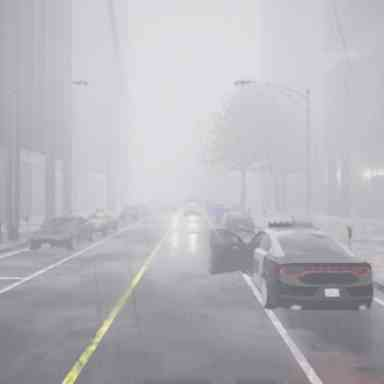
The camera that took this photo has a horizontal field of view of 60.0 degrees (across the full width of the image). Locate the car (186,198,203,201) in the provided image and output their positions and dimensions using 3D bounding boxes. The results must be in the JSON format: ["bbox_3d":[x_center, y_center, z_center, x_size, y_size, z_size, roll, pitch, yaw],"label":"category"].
[{"bbox_3d":[0.019,1.835,47.145,2.150,2.045,5.566,0,-1,0],"label":"car"}]

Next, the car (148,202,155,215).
[{"bbox_3d":[-5.748,2.058,37.751,1.947,1.339,4.313,0,-1,0],"label":"car"}]

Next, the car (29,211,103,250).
[{"bbox_3d":[-5.756,1.765,15.278,1.947,1.339,4.313,0,-1,0],"label":"car"}]

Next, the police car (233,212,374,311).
[{"bbox_3d":[2.371,1.530,8.213,1.930,1.638,5.238,0,-1,0],"label":"police car"}]

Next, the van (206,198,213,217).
[{"bbox_3d":[2.776,1.830,37.758,1.690,1.788,3.998,0,-1,0],"label":"van"}]

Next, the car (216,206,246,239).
[{"bbox_3d":[2.771,1.813,20.902,1.887,1.381,4.507,0,-1,0],"label":"car"}]

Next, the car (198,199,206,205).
[{"bbox_3d":[2.797,2.797,93.934,2.008,1.369,4.403,0,-1,0],"label":"car"}]

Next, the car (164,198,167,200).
[{"bbox_3d":[-5.742,2.155,54.608,1.967,1.590,4.097,0,-1,0],"label":"car"}]

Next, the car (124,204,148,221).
[{"bbox_3d":[-5.750,1.984,32.133,1.947,1.339,4.313,0,-1,0],"label":"car"}]

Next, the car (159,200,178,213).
[{"bbox_3d":[-2.982,2.162,46.598,2.033,1.411,5.357,0,-1,0],"label":"car"}]

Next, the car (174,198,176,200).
[{"bbox_3d":[-5.732,2.640,82.698,1.887,1.381,4.507,0,-1,0],"label":"car"}]

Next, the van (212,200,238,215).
[{"bbox_3d":[2.772,1.683,26.523,1.690,1.788,3.998,0,-1,0],"label":"van"}]

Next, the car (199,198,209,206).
[{"bbox_3d":[2.790,2.330,77.084,2.192,1.841,5.009,0,-1,0],"label":"car"}]

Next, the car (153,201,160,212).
[{"bbox_3d":[-5.744,2.163,48.819,1.752,1.417,4.829,0,-1,0],"label":"car"}]

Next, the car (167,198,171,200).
[{"bbox_3d":[-5.738,2.417,65.843,2.008,1.369,4.403,0,-1,0],"label":"car"}]

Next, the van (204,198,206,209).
[{"bbox_3d":[2.778,1.904,43.376,1.690,1.788,3.998,0,-1,0],"label":"van"}]

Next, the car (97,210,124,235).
[{"bbox_3d":[-5.754,1.795,20.727,1.752,1.417,4.829,0,-1,0],"label":"car"}]

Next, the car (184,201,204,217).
[{"bbox_3d":[0.096,2.008,37.210,1.812,1.442,4.674,0,-1,0],"label":"car"}]
